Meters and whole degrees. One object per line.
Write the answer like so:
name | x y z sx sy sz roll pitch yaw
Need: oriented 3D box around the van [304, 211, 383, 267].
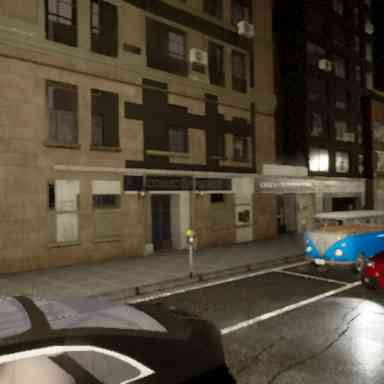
van | 5.386 1.532 11.102 3.998 1.788 1.690 0 -2 -39

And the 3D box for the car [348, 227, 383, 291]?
car | 5.972 1.681 8.250 4.181 1.385 1.994 0 -2 -38

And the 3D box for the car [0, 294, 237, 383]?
car | -1.880 1.573 1.946 4.902 1.511 2.128 0 -2 -37
